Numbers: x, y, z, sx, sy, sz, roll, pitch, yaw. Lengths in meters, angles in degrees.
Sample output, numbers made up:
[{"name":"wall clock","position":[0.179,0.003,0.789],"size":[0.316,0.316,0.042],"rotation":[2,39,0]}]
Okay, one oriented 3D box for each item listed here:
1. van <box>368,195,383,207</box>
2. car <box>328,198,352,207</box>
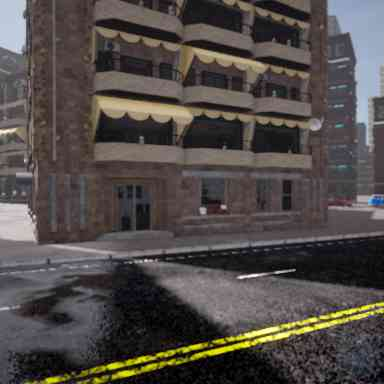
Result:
[{"name":"van","position":[29.071,1.335,50.359],"size":[3.998,1.788,1.690],"rotation":[1,-1,31]},{"name":"car","position":[19.855,1.502,46.084],"size":[4.206,1.307,1.802],"rotation":[1,-1,31]}]
